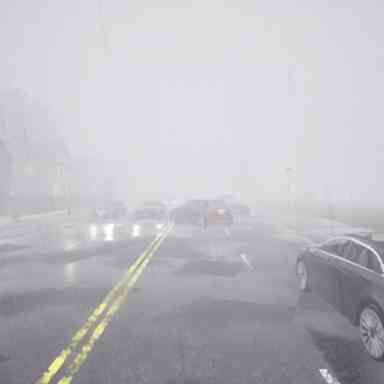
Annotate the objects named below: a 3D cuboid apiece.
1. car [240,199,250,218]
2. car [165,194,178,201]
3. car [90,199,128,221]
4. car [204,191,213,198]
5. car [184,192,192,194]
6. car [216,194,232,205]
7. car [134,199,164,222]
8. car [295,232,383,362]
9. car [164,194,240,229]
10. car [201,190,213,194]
[{"bbox_3d":[3.718,1.295,27.651,1.812,1.442,4.674,0,0,2],"label":"car"},{"bbox_3d":[-4.048,1.088,65.747,1.895,1.301,4.718,0,0,5],"label":"car"},{"bbox_3d":[-6.185,1.286,25.238,2.128,1.511,4.902,0,0,2],"label":"car"},{"bbox_3d":[4.188,0.685,85.698,2.097,1.767,4.553,0,0,6],"label":"car"},{"bbox_3d":[-0.781,0.834,65.810,2.097,1.767,4.553,0,0,5],"label":"car"},{"bbox_3d":[4.688,1.088,49.517,2.128,1.511,4.902,0,0,3],"label":"car"},{"bbox_3d":[-2.956,1.276,24.569,1.882,1.535,5.008,0,0,2],"label":"car"},{"bbox_3d":[3.275,1.442,5.768,2.128,1.511,4.902,0,0,0],"label":"car"},{"bbox_3d":[0.487,1.179,20.705,2.097,1.767,4.553,0,0,-34],"label":"car"},{"bbox_3d":[3.120,0.643,73.747,2.150,2.045,5.566,0,0,5],"label":"car"}]
